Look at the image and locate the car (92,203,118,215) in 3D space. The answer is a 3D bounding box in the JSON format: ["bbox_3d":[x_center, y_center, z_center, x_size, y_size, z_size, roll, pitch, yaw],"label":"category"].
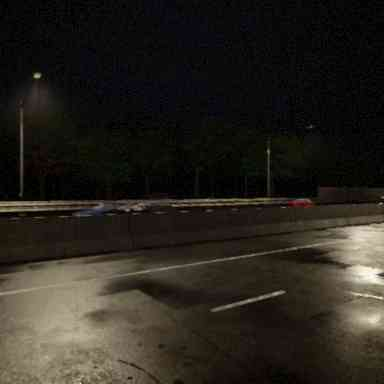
[{"bbox_3d":[-3.860,1.493,22.730,4.902,1.511,2.128,0,0,-35],"label":"car"}]

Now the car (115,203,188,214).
[{"bbox_3d":[-1.869,1.527,19.851,4.674,1.442,1.812,0,0,-35],"label":"car"}]

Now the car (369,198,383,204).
[{"bbox_3d":[28.358,1.597,49.904,4.181,1.385,1.994,0,0,-35],"label":"car"}]

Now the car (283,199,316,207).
[{"bbox_3d":[14.369,1.615,44.296,4.718,1.301,1.895,0,0,-35],"label":"car"}]

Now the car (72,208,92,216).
[{"bbox_3d":[-6.301,1.549,25.290,5.357,1.411,2.033,0,0,-35],"label":"car"}]
